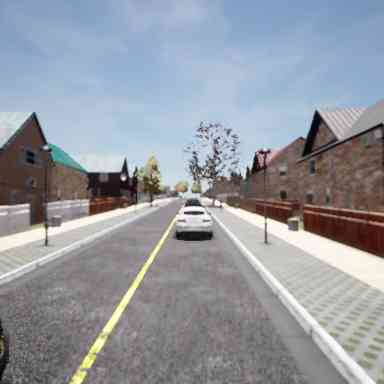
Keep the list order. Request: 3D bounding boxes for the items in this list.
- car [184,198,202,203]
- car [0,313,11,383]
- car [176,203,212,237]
[{"bbox_3d":[0.108,1.478,38.626,1.882,1.535,5.008,0,0,0],"label":"car"},{"bbox_3d":[-2.749,1.525,1.611,1.812,1.442,4.674,0,0,0],"label":"car"},{"bbox_3d":[0.102,1.518,17.966,1.812,1.442,4.674,0,0,0],"label":"car"}]
